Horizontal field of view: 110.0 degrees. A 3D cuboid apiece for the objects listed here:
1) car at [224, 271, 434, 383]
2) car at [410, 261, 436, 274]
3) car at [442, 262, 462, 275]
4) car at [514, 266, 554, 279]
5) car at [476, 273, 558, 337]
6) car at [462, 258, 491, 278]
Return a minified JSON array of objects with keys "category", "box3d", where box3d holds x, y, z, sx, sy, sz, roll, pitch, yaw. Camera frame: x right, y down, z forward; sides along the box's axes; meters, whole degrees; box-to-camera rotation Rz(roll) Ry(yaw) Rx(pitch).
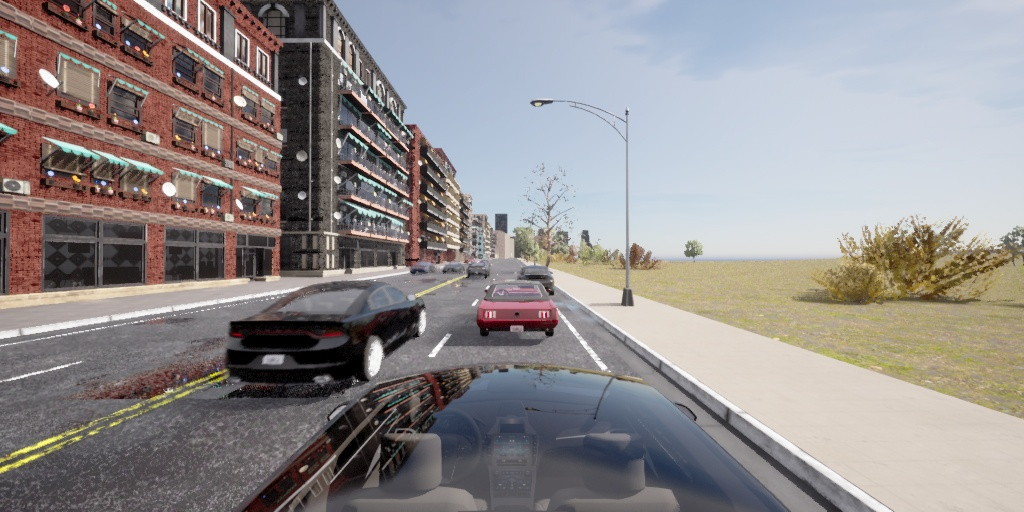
[{"category":"car","box3d":[-3.133,1.228,7.195,1.882,1.535,5.008,0,0,0]},{"category":"car","box3d":[-9.707,1.299,39.560,2.033,1.411,5.357,0,0,0]},{"category":"car","box3d":[-6.456,1.316,39.851,1.994,1.385,4.181,0,0,0]},{"category":"car","box3d":[1.204,1.257,19.505,1.837,1.490,4.892,0,0,0]},{"category":"car","box3d":[0.131,1.352,10.305,1.895,1.301,4.718,0,0,0]},{"category":"car","box3d":[-3.030,1.243,33.233,2.128,1.511,4.902,0,0,0]}]
